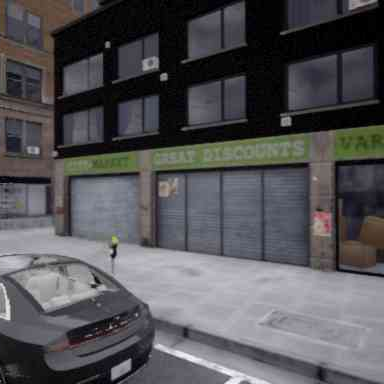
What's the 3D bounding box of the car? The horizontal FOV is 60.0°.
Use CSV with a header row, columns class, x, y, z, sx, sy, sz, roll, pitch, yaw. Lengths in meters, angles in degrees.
class,x,y,z,sx,sy,sz,roll,pitch,yaw
car,-2.491,1.554,4.629,4.403,1.369,2.008,0,0,36
